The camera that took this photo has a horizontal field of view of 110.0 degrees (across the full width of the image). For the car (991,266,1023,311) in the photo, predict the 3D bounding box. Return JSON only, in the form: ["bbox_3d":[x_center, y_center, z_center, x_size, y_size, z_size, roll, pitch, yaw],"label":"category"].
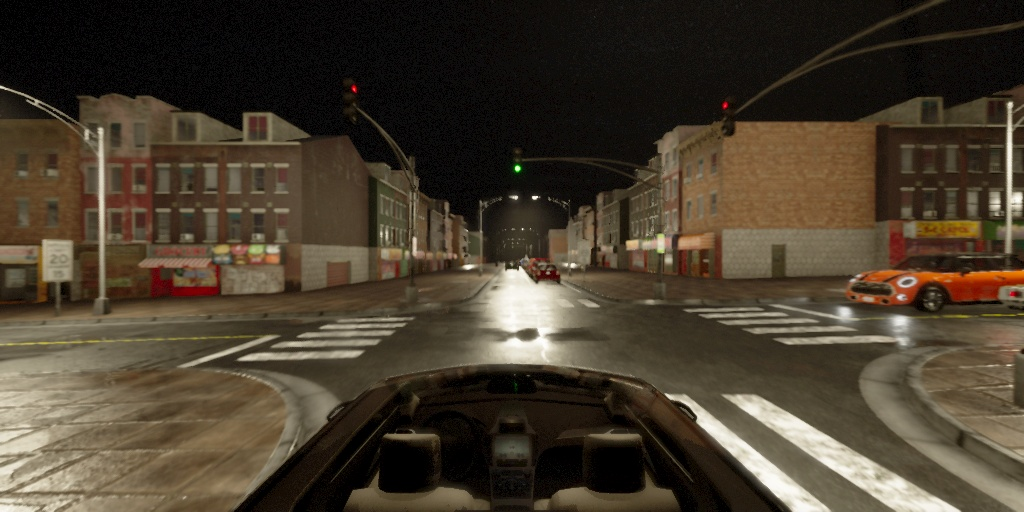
[{"bbox_3d":[14.809,0.928,8.308,4.718,1.301,1.895,-2,0,0],"label":"car"}]

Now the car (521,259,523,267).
[{"bbox_3d":[2.643,1.398,49.653,1.967,1.591,4.097,0,0,0],"label":"car"}]

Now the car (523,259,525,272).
[{"bbox_3d":[2.642,1.214,38.849,2.192,1.841,5.009,0,0,0],"label":"car"}]

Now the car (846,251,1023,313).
[{"bbox_3d":[13.357,0.705,11.213,4.553,1.767,2.097,-1,0,0],"label":"car"}]

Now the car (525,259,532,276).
[{"bbox_3d":[2.641,1.187,33.447,2.192,1.841,5.009,0,0,0],"label":"car"}]

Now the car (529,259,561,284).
[{"bbox_3d":[2.640,1.287,28.045,1.967,1.591,4.097,0,0,0],"label":"car"}]

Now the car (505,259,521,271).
[{"bbox_3d":[0.006,1.331,53.077,2.097,1.767,4.553,0,0,0],"label":"car"}]
